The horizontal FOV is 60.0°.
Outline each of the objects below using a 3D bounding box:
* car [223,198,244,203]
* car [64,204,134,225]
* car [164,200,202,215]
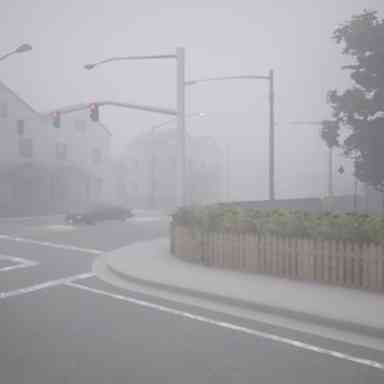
[{"bbox_3d":[5.148,1.550,41.844,1.837,1.490,4.892,0,0,35],"label":"car"},{"bbox_3d":[-6.717,1.591,24.729,2.033,1.411,5.357,0,0,35],"label":"car"},{"bbox_3d":[-0.790,1.536,33.286,2.128,1.511,4.902,0,0,35],"label":"car"}]
